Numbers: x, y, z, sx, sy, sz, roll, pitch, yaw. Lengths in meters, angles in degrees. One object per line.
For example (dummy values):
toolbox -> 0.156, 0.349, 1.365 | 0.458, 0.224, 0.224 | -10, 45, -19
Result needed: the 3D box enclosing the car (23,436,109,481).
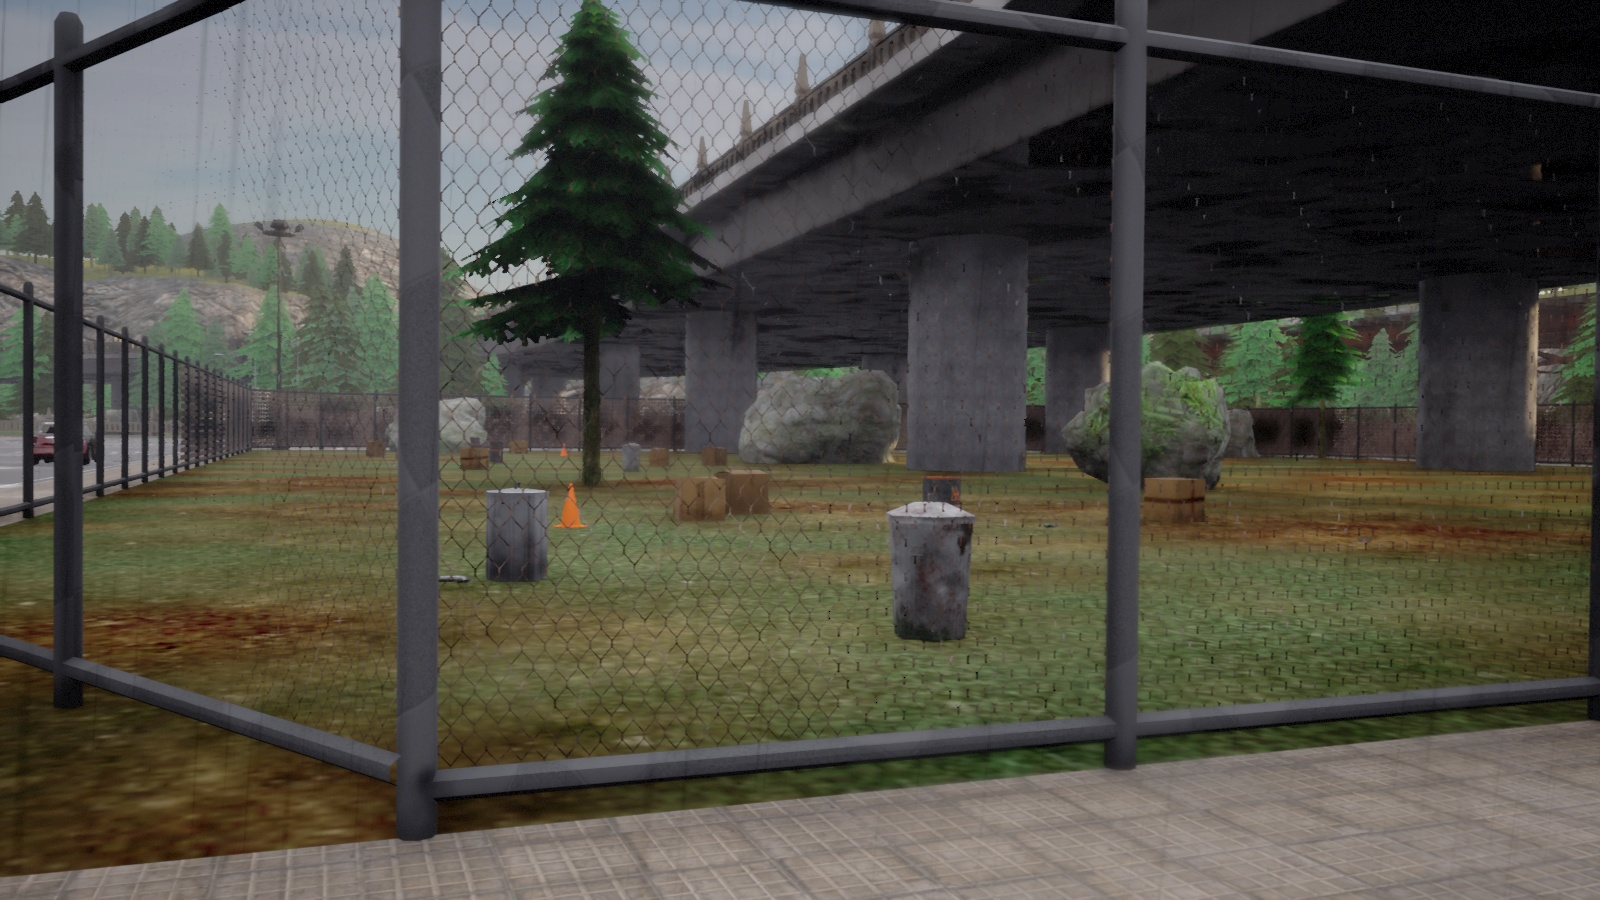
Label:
car -> -25.836, 0.269, 44.340 | 1.970, 1.475, 3.806 | -1, 1, -20
